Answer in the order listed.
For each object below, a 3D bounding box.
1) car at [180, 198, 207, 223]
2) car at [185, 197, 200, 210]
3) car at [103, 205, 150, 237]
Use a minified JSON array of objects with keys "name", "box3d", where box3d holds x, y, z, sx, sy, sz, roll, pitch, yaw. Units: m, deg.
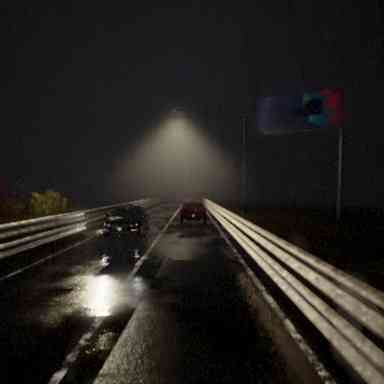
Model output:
[{"name":"car","box3d":[0.093,1.433,24.801,1.882,1.535,5.008,0,0,0]},{"name":"car","box3d":[0.089,1.452,41.730,1.812,1.442,4.674,0,0,0]},{"name":"car","box3d":[-3.349,1.474,17.781,1.837,1.490,4.892,0,0,0]}]
